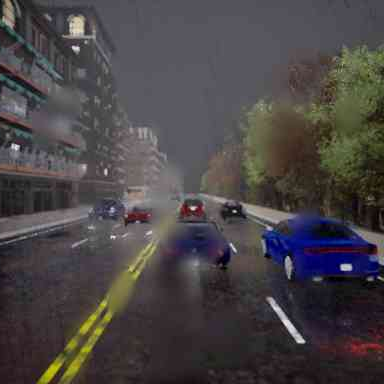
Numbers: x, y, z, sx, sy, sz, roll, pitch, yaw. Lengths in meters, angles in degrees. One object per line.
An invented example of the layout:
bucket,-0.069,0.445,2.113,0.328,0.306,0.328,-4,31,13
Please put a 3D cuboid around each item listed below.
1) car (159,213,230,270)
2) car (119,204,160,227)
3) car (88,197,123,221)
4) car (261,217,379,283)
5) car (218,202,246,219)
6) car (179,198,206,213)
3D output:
car,0.080,1.573,10.868,1.895,1.301,4.718,0,0,0
car,-3.353,1.544,22.681,1.895,1.301,4.718,0,0,0
car,-6.603,1.286,26.221,2.097,1.767,4.553,0,0,0
car,3.323,1.453,9.612,1.882,1.535,5.008,0,0,0
car,3.332,1.494,28.035,1.994,1.385,4.181,0,0,0
car,0.080,1.284,27.283,2.097,1.767,4.553,0,0,0
